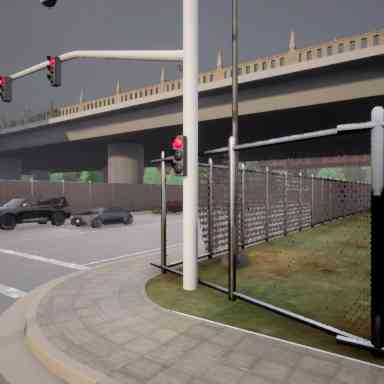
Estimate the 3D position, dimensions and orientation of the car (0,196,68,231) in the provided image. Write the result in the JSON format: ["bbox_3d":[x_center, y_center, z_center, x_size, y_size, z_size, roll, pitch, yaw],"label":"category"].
[{"bbox_3d":[-10.663,1.275,21.676,2.150,2.045,5.566,0,0,36],"label":"car"}]

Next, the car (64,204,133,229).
[{"bbox_3d":[-5.942,1.618,22.276,1.994,1.385,4.181,0,0,35],"label":"car"}]
